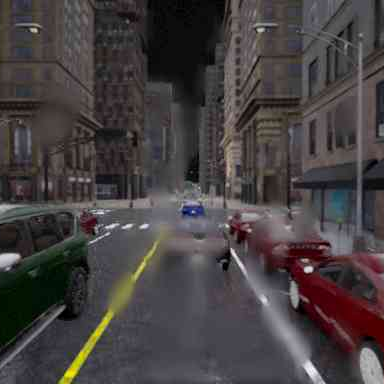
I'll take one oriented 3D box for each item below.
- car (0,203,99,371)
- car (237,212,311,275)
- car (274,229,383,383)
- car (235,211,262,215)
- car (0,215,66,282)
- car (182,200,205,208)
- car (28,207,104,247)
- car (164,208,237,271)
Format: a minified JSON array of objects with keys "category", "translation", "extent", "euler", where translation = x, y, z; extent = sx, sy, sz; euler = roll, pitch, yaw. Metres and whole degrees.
[{"category":"car","translation":[-3.076,1.221,4.405],"extent":[2.150,2.045,5.566],"euler":[0,0,0]},{"category":"car","translation":[2.754,1.544,10.353],"extent":[1.887,1.381,4.507],"euler":[-1,0,0]},{"category":"car","translation":[2.753,1.544,4.847],"extent":[1.887,1.381,4.507],"euler":[-1,0,0]},{"category":"car","translation":[2.755,1.544,15.858],"extent":[1.887,1.381,4.507],"euler":[-1,0,0]},{"category":"car","translation":[-5.771,1.550,10.355],"extent":[2.008,1.369,4.403],"euler":[-1,0,0]},{"category":"car","translation":[0.101,1.467,29.796],"extent":[1.882,1.535,5.008],"euler":[0,0,0]},{"category":"car","translation":[-5.770,1.543,15.860],"extent":[1.887,1.381,4.507],"euler":[-1,0,0]},{"category":"car","translation":[0.112,1.490,10.881],"extent":[2.128,1.511,4.902],"euler":[0,0,-1]}]
